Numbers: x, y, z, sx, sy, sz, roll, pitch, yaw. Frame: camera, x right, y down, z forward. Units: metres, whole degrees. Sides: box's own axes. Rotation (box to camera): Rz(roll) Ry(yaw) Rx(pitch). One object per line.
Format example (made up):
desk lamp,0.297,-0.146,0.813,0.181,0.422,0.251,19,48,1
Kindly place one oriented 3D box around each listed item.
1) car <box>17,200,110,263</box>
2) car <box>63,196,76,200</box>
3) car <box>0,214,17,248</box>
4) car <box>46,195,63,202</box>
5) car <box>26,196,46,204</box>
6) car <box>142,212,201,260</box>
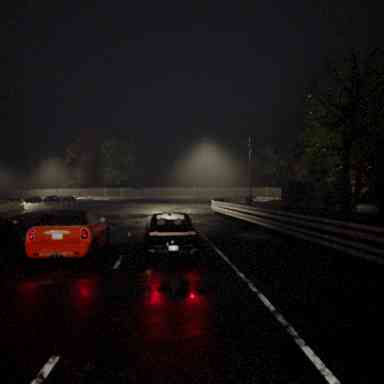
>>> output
car,-4.336,1.369,12.247,2.097,1.767,4.553,0,0,-6
car,-27.022,1.565,72.597,1.837,1.490,4.892,0,0,-43
car,-7.877,1.523,12.459,2.128,1.511,4.902,0,0,-7
car,-29.666,1.436,70.305,2.097,1.767,4.553,0,0,-43
car,-32.349,1.622,68.056,2.128,1.511,4.902,0,0,-43
car,-0.841,1.493,12.535,2.128,1.511,4.902,0,0,-7
